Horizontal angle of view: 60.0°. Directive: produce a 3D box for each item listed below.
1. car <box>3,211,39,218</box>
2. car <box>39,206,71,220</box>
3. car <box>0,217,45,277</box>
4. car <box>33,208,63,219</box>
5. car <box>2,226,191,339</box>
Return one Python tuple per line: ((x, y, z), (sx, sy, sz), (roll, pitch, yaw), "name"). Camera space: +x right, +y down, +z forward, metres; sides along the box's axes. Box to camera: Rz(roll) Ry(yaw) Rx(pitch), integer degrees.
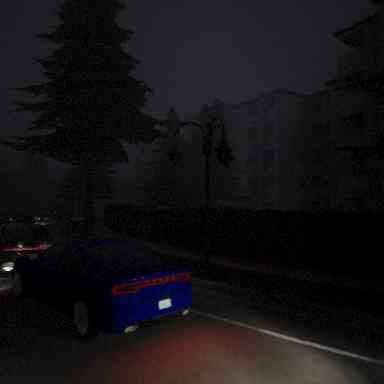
((-15.786, 2.397, 30.250), (1.994, 1.385, 4.181), (1, -2, -11), "car")
((-16.910, 2.565, 41.582), (2.097, 1.767, 4.553), (1, -2, 4), "car")
((-5.982, 1.826, 11.376), (1.837, 1.490, 4.892), (2, -3, -38), "car")
((-19.942, 2.894, 46.219), (1.994, 1.385, 4.181), (1, -2, 5), "car")
((-2.204, 1.708, 7.171), (5.008, 1.535, 1.882), (-1, -3, 45), "car")
